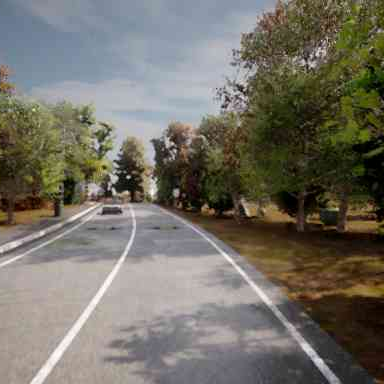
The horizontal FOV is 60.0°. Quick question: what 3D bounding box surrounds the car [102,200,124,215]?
[{"bbox_3d":[-7.389,1.426,31.215,1.895,1.301,4.718,1,0,-11],"label":"car"}]
